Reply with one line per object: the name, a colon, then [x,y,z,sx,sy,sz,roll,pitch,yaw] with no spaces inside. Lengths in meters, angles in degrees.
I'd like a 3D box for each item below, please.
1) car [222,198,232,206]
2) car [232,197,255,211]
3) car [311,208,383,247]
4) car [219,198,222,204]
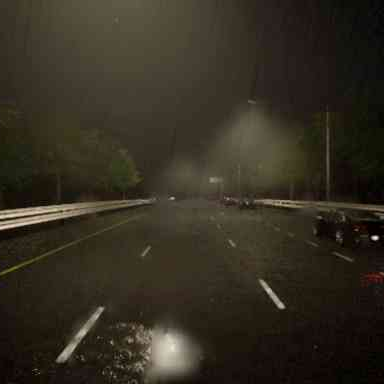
car: [7.207,1.968,62.555,1.994,1.385,4.181,0,-1,0]
car: [7.105,1.539,44.718,2.097,1.767,4.553,0,-1,0]
car: [7.013,1.515,15.146,1.837,1.490,4.892,0,0,0]
car: [7.333,2.139,78.979,1.812,1.442,4.674,0,-1,0]
